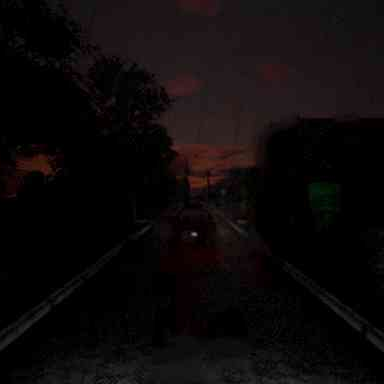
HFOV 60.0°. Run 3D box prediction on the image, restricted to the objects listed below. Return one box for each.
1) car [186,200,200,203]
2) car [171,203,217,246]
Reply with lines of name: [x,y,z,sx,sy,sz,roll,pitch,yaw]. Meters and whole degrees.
car: [0.079,1.583,33.205,1.837,1.490,4.892,0,0,0]
car: [0.088,1.514,15.574,1.882,1.535,5.008,0,0,0]
